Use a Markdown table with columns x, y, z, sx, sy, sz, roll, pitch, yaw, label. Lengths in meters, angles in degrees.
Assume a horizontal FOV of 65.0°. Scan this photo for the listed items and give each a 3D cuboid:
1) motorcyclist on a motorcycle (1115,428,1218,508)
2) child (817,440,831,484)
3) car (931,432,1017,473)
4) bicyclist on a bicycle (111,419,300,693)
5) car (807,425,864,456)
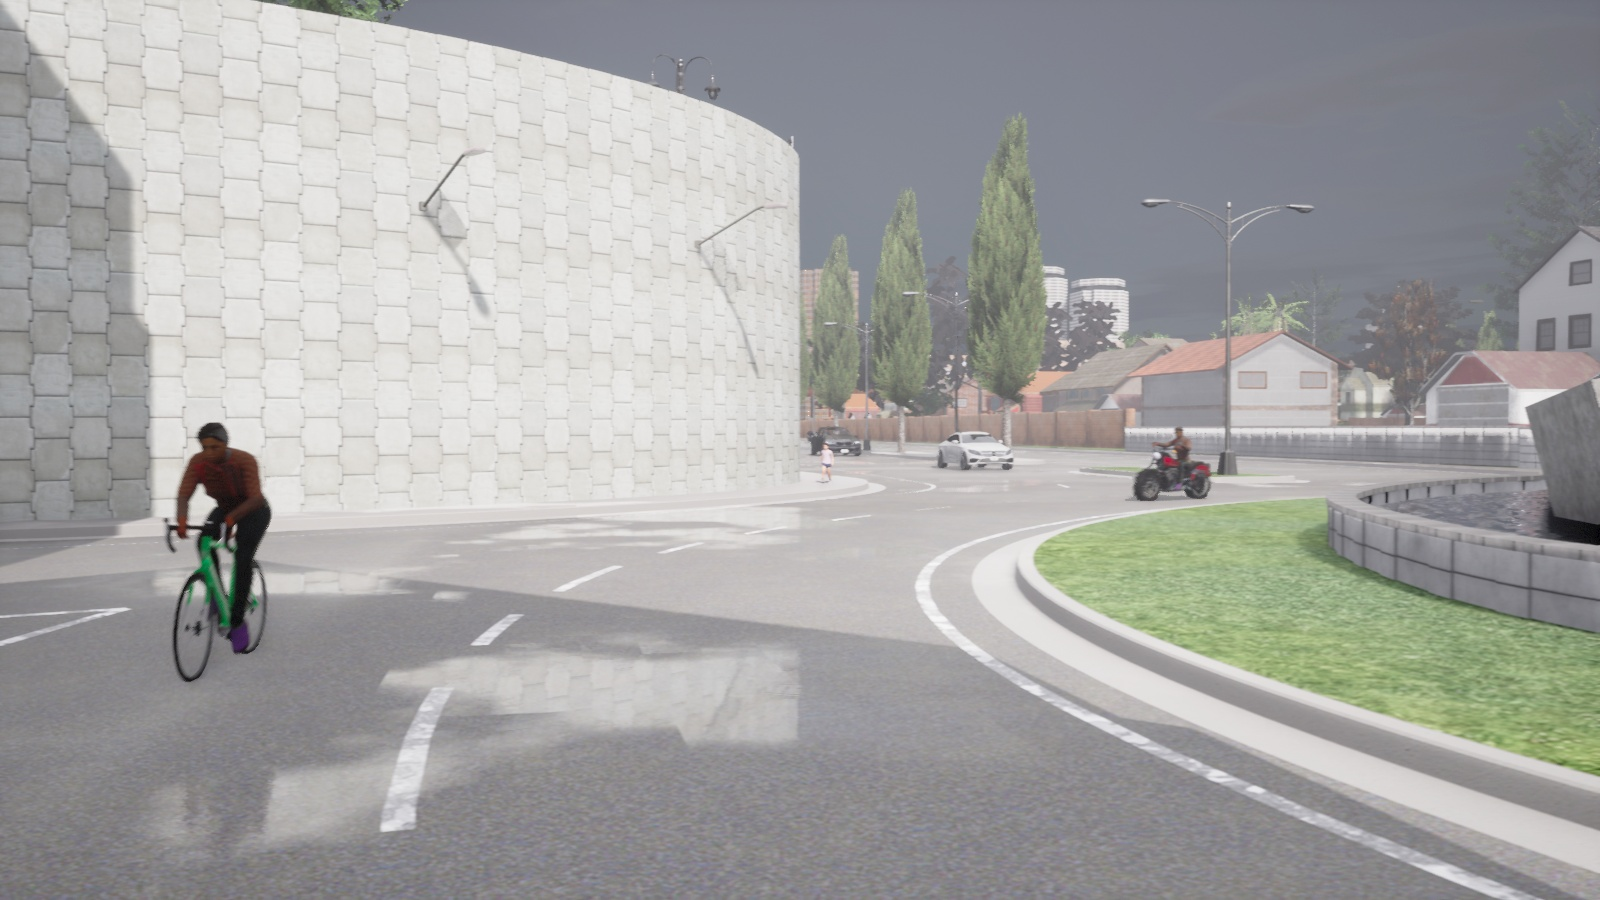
| x | y | z | sx | sy | sz | roll | pitch | yaw | label |
| --- | --- | --- | --- | --- | --- | --- | --- | --- | --- |
| 7.894 | 0.355 | 26.991 | 2.350 | 1.649 | 0.766 | -1 | 2 | -34 | motorcyclist on a motorcycle |
| 0.627 | 0.305 | 32.418 | 0.255 | 1.110 | 0.394 | 1 | 1 | 17 | child |
| 6.551 | 0.065 | 47.772 | 1.812 | 1.442 | 4.674 | 0 | 1 | -11 | car |
| -3.857 | 0.613 | 8.276 | 0.582 | 1.620 | 1.656 | 1 | 1 | -5 | bicyclist on a bicycle |
| 1.960 | -0.547 | 71.216 | 2.242 | 1.667 | 4.611 | 0 | 1 | -11 | car |
